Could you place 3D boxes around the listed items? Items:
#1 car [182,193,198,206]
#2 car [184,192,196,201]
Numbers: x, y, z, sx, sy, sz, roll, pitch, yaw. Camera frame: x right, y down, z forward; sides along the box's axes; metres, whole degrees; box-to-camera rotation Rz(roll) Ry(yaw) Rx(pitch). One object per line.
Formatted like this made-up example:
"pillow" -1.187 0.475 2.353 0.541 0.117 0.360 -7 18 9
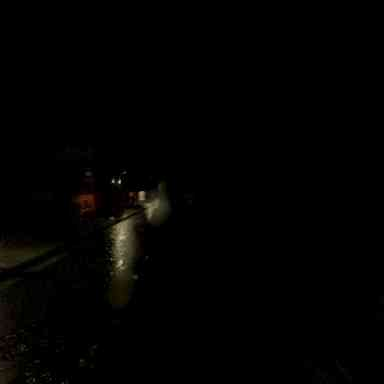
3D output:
"car" -0.268 1.047 44.956 1.812 1.442 4.674 0 0 -1
"car" -0.414 0.841 61.506 2.128 1.511 4.902 0 1 0
